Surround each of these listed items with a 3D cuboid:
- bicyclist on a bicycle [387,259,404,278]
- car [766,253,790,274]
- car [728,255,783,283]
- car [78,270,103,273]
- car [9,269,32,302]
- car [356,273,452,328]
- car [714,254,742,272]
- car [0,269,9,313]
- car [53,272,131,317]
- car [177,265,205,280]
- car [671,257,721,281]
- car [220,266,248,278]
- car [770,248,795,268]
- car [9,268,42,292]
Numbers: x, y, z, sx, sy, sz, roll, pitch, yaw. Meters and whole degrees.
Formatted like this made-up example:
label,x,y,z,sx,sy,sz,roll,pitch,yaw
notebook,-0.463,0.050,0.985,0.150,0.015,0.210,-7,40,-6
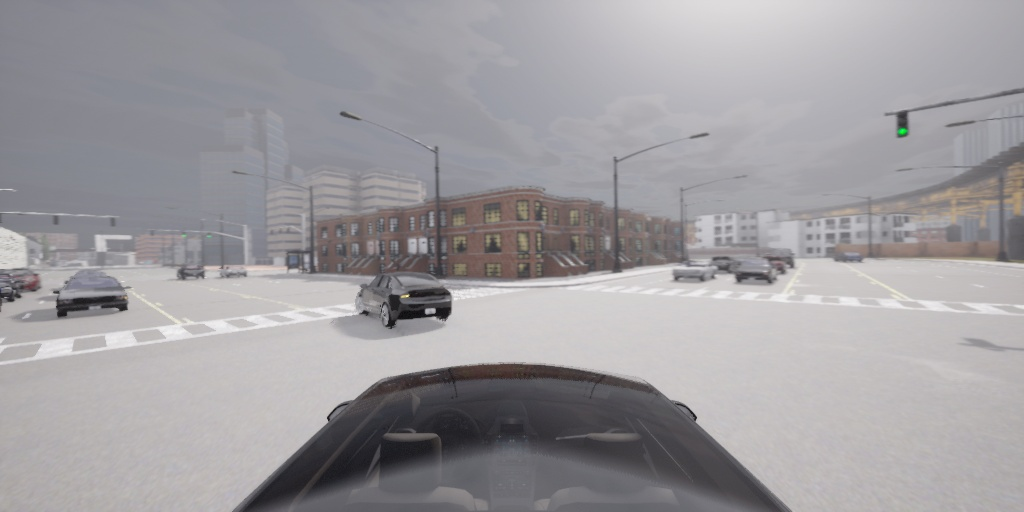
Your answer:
label,x,y,z,sx,sy,sz,roll,pitch,yaw
bicyclist on a bicycle,-9.784,1.091,30.047,0.582,1.620,1.656,-1,1,40
car,21.670,0.690,29.938,1.812,1.442,4.674,-1,0,40
car,15.465,0.876,22.633,2.033,1.411,5.357,-1,0,40
car,-25.368,1.694,21.630,5.357,1.411,2.033,-1,0,40
car,-27.848,1.701,19.149,4.902,1.511,2.128,-1,0,40
car,-3.652,1.273,11.731,1.837,1.490,4.892,0,-1,-36
car,18.613,0.721,31.741,1.837,1.490,4.892,-1,0,41
car,-20.212,1.314,12.707,5.566,2.045,2.150,-1,0,40
car,-17.585,1.575,15.068,5.357,1.411,2.033,-1,0,40
car,-35.024,1.735,39.098,4.902,1.511,2.128,-1,0,41
car,12.580,0.975,24.644,1.895,1.301,4.718,-1,0,41
car,-32.172,1.775,41.388,4.718,1.301,1.895,-1,0,42
car,28.463,0.207,37.944,2.150,2.045,5.566,-1,0,40
car,-35.525,1.679,25.647,4.553,1.767,2.097,-1,0,40
